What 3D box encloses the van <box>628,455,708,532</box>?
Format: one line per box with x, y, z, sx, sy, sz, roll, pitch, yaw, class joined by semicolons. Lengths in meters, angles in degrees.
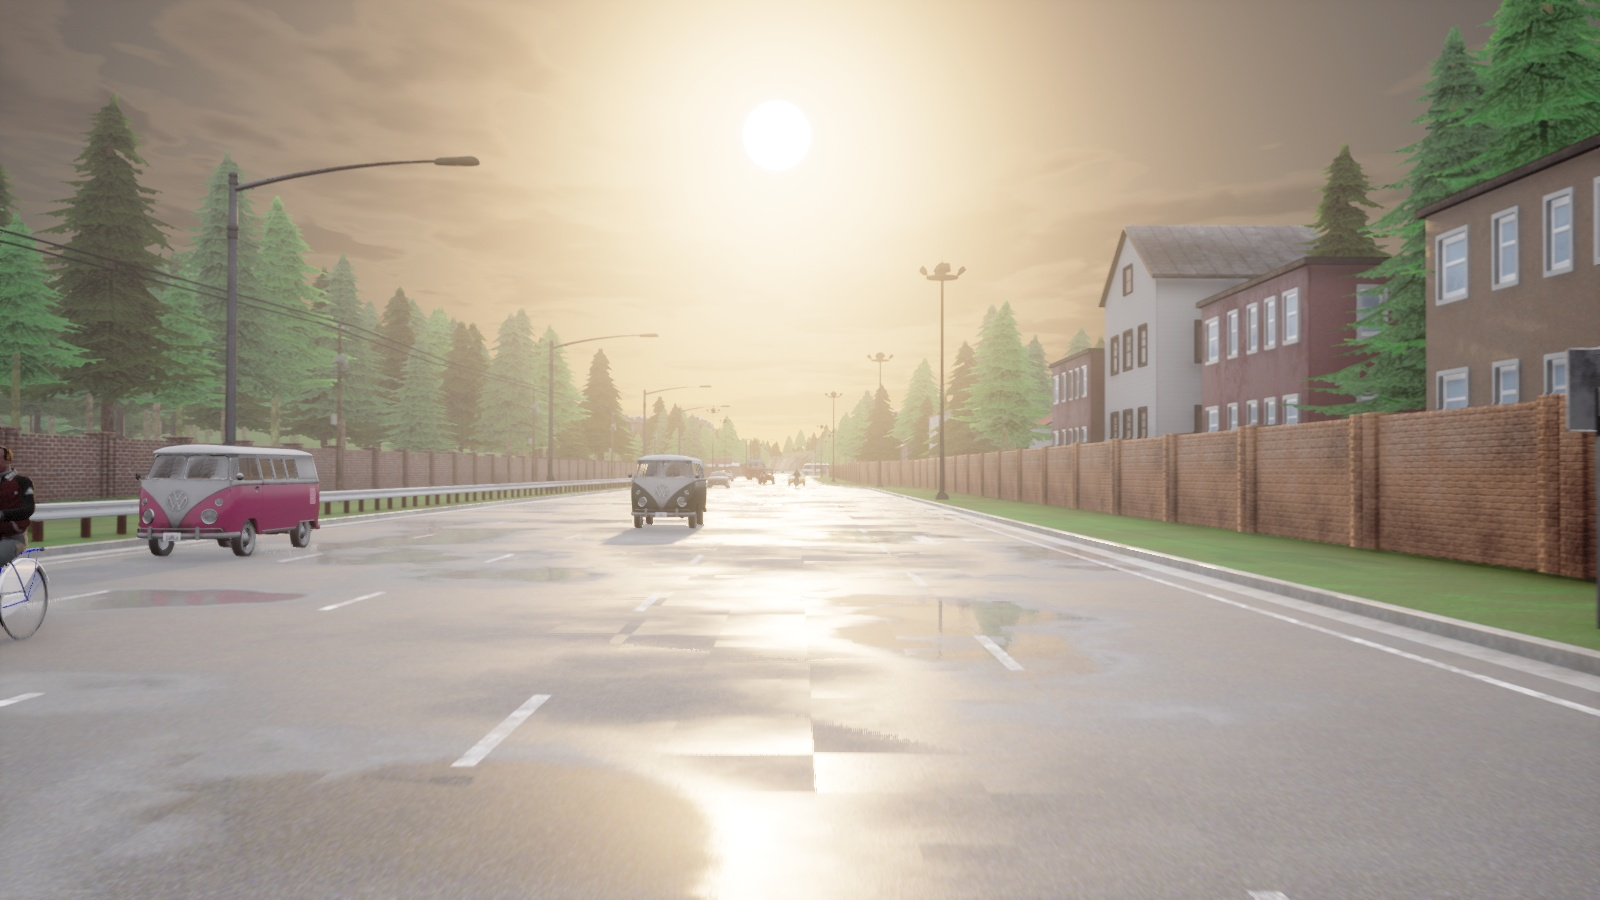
-3.587;1.164;34.808;1.775;1.987;4.442;0;-1;0;van

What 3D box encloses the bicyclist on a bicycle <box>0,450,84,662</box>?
-7.027;0.894;10.817;0.659;1.776;1.843;0;-1;0;bicyclist on a bicycle

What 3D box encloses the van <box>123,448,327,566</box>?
-10.559;1.002;23.466;1.775;1.987;4.442;0;-1;0;van
